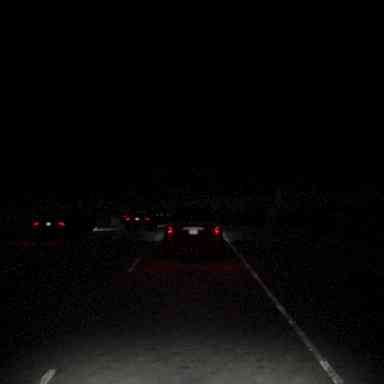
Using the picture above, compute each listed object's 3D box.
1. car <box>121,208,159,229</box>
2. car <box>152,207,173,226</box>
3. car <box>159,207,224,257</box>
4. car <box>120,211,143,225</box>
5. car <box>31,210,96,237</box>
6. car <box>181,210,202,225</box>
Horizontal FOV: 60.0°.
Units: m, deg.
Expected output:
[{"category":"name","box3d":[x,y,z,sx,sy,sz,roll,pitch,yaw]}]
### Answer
[{"category":"car","box3d":[-3.510,1.895,23.795,2.033,1.411,5.357,0,-3,0]},{"category":"car","box3d":[-3.599,3.214,42.088,2.150,2.045,5.566,0,-8,0]},{"category":"car","box3d":[0.041,1.379,13.239,2.097,1.767,4.553,0,0,0]},{"category":"car","box3d":[-7.086,3.172,39.368,1.837,1.490,4.892,0,-7,0]},{"category":"car","box3d":[-6.986,1.688,18.675,2.033,1.411,5.357,0,-2,0]},{"category":"car","box3d":[-0.057,2.594,33.408,1.994,1.385,4.181,0,-5,0]}]
